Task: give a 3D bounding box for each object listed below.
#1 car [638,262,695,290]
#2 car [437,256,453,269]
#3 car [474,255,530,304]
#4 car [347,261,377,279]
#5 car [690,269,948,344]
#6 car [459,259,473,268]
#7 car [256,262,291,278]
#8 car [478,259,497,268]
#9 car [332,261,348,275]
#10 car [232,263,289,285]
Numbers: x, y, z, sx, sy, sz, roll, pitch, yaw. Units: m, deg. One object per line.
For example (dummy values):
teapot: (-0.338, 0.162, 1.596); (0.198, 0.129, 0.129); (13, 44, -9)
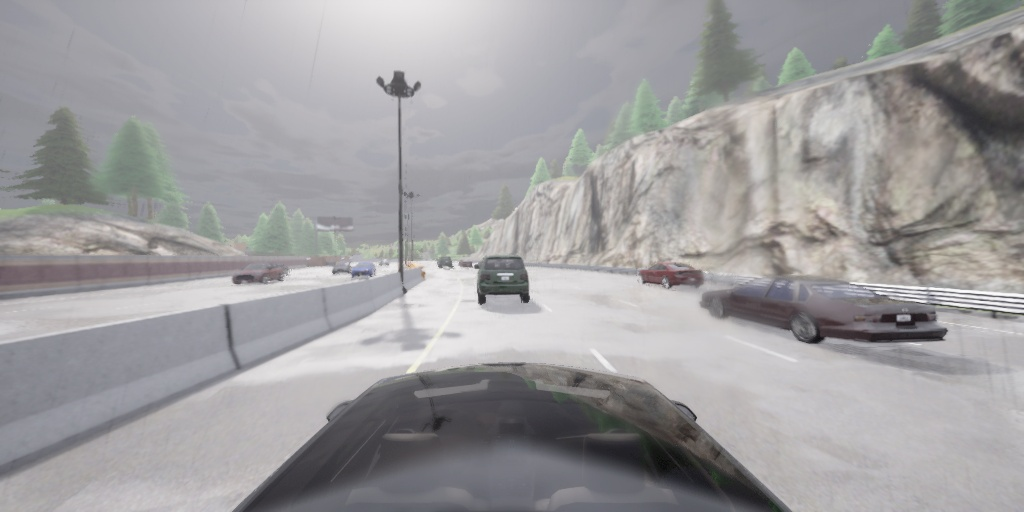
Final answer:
car: (9.428, 1.121, 21.737); (1.882, 1.535, 5.008); (0, 0, -7)
car: (-11.736, 1.103, 62.783); (2.150, 2.045, 5.566); (-1, 0, -18)
car: (-0.557, 0.978, 16.819); (2.150, 2.045, 5.566); (0, 0, -6)
car: (-14.821, 1.394, 36.089); (1.882, 1.535, 5.008); (-1, 0, -14)
car: (7.181, 1.216, 9.249); (2.033, 1.411, 5.357); (-1, 0, -4)
car: (-8.150, 1.318, 63.074); (1.882, 1.535, 5.008); (-1, 0, -18)
car: (-26.932, 1.531, 40.657); (1.882, 1.535, 5.008); (-1, 0, -16)
car: (-4.438, 1.346, 63.186); (2.033, 1.411, 5.357); (-1, 0, -19)
car: (-20.514, 1.545, 43.624); (1.994, 1.385, 4.181); (-1, 0, -16)
car: (-20.380, 1.334, 28.956); (2.097, 1.767, 4.553); (-1, 0, -11)
